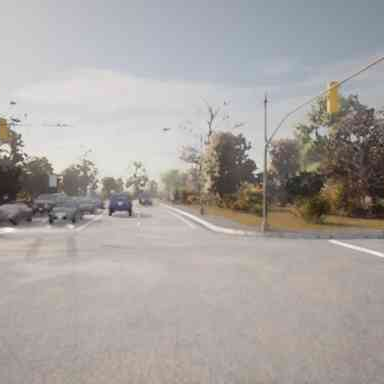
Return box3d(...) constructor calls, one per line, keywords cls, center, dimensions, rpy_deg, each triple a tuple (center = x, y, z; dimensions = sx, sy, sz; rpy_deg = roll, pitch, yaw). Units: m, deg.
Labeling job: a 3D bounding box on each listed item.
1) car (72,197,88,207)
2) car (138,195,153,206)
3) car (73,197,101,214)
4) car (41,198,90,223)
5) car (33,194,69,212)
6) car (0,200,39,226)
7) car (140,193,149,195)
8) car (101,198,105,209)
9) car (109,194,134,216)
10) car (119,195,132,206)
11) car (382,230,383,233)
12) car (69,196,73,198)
box3d(cls="car", center=(-17.816, 1.546, 53.121), dimensions=(1.837, 1.490, 4.892), rpy_deg=(0, 0, -10))
box3d(cls="car", center=(-7.676, 1.619, 56.054), dimensions=(1.895, 1.301, 4.718), rpy_deg=(0, 0, -10))
box3d(cls="car", center=(-10.989, 1.492, 34.715), dimensions=(1.837, 1.490, 4.892), rpy_deg=(0, 0, -9))
box3d(cls="car", center=(-9.490, 1.484, 25.423), dimensions=(2.128, 1.511, 4.902), rpy_deg=(0, 0, -9))
box3d(cls="car", center=(-14.270, 1.217, 33.119), dimensions=(2.150, 2.045, 5.566), rpy_deg=(0, 0, -9))
box3d(cls="car", center=(-12.767, 1.528, 23.619), dimensions=(1.812, 1.442, 4.674), rpy_deg=(0, 0, -8))
box3d(cls="car", center=(-9.440, 1.312, 65.880), dimensions=(2.150, 2.045, 5.566), rpy_deg=(0, 0, -10))
box3d(cls="car", center=(-12.762, 1.492, 44.853), dimensions=(2.128, 1.511, 4.902), rpy_deg=(0, 0, -10))
box3d(cls="car", center=(-7.011, 1.199, 33.015), dimensions=(2.150, 2.045, 5.566), rpy_deg=(0, 0, -10))
box3d(cls="car", center=(-11.556, 1.391, 58.025), dimensions=(2.097, 1.767, 4.553), rpy_deg=(0, 0, -10))
box3d(cls="car", center=(10.913, 1.681, 14.370), dimensions=(4.718, 1.301, 1.895), rpy_deg=(1, 0, -6))
box3d(cls="car", center=(-15.997, 1.359, 43.072), dimensions=(2.097, 1.767, 4.553), rpy_deg=(0, 0, -10))
